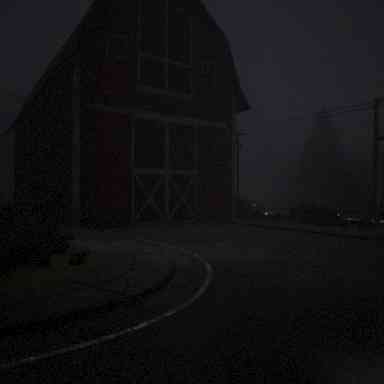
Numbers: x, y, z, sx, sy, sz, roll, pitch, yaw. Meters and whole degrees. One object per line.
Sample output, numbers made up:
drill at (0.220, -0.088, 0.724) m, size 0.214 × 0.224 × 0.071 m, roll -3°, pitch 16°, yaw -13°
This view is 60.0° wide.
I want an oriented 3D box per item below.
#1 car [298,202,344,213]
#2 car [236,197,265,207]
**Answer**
car at (11.296, 1.627, 30.221) m, size 1.895 × 1.301 × 4.718 m, roll 0°, pitch 0°, yaw -34°
car at (6.191, 1.378, 37.662) m, size 2.097 × 1.767 × 4.553 m, roll 0°, pitch 0°, yaw -34°
